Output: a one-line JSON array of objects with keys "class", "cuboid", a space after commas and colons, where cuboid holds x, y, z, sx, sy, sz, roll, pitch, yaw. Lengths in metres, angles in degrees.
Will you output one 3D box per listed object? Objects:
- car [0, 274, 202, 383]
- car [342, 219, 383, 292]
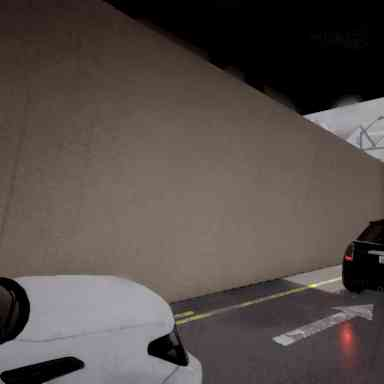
[{"class": "car", "cuboid": [-2.573, 1.221, 1.953, 5.566, 2.045, 2.150, 0, 0, -35]}, {"class": "car", "cuboid": [5.521, 1.352, 7.702, 4.553, 1.767, 2.097, 0, 0, -36]}]
